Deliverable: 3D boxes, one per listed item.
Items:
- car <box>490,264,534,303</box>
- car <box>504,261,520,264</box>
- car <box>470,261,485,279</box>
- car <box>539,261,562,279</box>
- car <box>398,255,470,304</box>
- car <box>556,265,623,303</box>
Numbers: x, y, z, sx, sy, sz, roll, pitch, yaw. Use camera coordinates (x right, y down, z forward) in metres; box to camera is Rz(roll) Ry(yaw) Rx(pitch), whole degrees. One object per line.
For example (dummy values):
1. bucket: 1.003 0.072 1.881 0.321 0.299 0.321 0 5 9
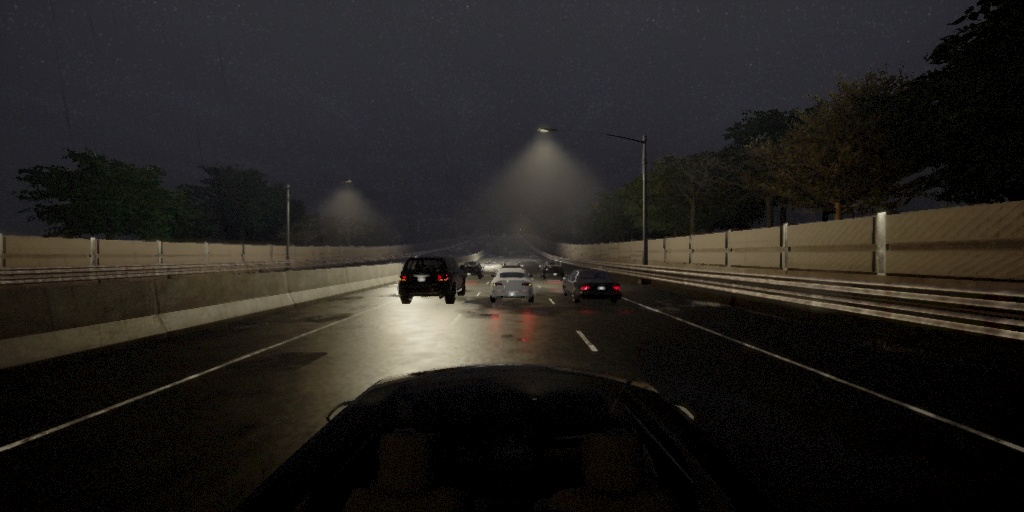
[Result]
1. car: 0.000 1.276 16.518 1.812 1.442 4.674 0 0 0
2. car: 0.001 1.193 31.528 2.128 1.511 4.902 0 0 0
3. car: -3.499 1.213 31.529 1.837 1.490 4.892 0 0 0
4. car: 3.501 1.214 31.529 1.837 1.490 4.892 0 0 0
5. car: -3.500 1.000 16.544 2.150 2.045 5.566 0 0 0
6. car: 3.500 1.306 16.518 2.033 1.411 5.357 0 0 0
